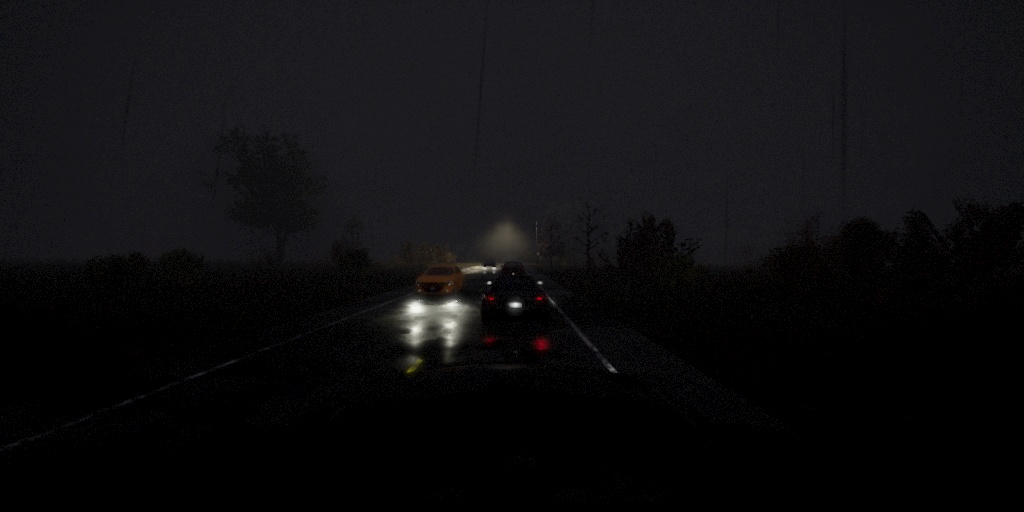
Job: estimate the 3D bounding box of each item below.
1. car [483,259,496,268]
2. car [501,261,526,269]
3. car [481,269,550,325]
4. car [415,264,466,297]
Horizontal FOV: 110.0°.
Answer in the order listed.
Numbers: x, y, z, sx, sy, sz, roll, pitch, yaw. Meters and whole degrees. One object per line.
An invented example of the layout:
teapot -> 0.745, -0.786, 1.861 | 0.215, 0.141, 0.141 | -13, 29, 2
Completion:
car -> -3.560, 1.148, 57.838 | 1.812, 1.442, 4.674 | 0, 0, 0
car -> 0.095, 1.168, 29.403 | 1.882, 1.535, 5.008 | 0, 0, 0
car -> 0.098, 1.293, 11.706 | 1.994, 1.385, 4.181 | 0, 0, 0
car -> -3.603, 1.191, 18.709 | 1.882, 1.535, 5.008 | 0, 0, 0
